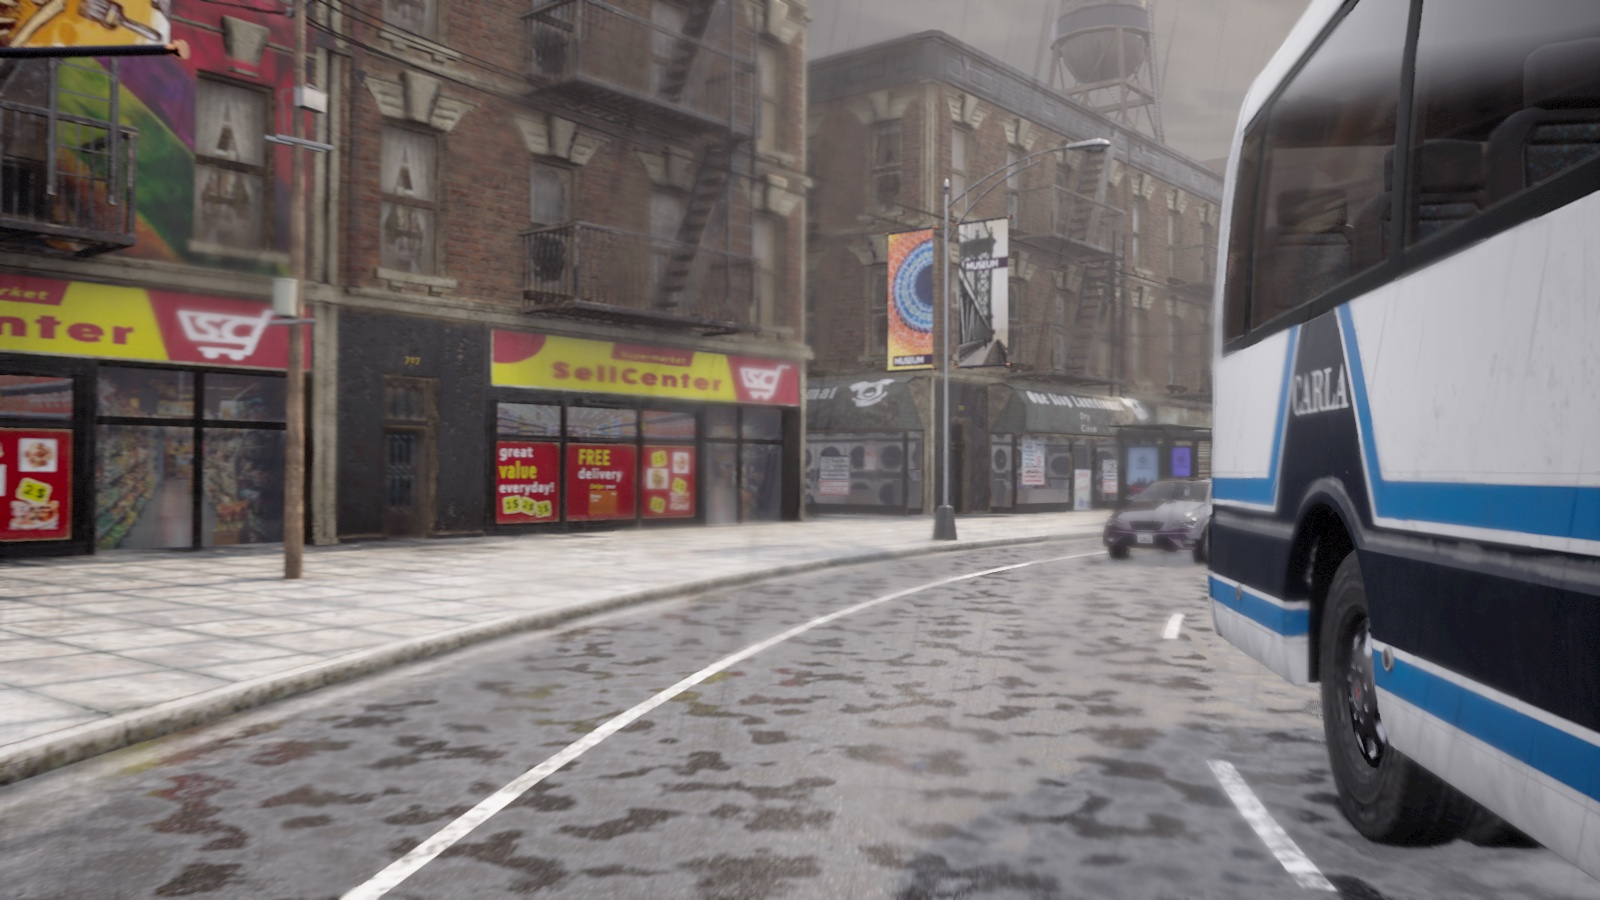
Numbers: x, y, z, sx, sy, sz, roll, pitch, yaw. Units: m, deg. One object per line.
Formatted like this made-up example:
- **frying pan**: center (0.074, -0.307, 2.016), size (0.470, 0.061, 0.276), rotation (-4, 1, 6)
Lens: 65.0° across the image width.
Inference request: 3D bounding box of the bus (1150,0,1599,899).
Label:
- **bus**: center (3.508, -0.528, 2.606), size (3.944, 4.253, 10.273), rotation (-1, -1, 8)

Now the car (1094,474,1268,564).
- **car**: center (7.087, 1.195, 23.084), size (1.816, 1.474, 4.193), rotation (-1, -1, 35)
